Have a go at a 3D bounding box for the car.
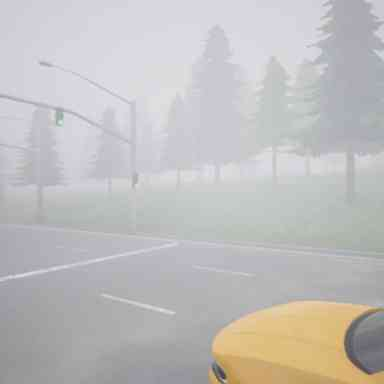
[{"bbox_3d":[2.431,1.470,2.257,5.008,1.535,1.882,-1,0,35],"label":"car"}]
